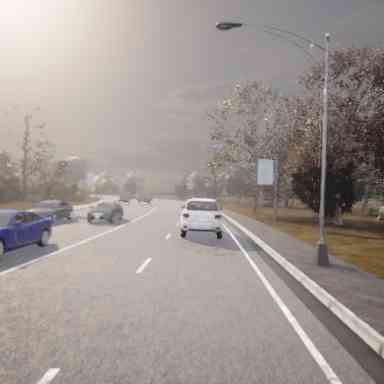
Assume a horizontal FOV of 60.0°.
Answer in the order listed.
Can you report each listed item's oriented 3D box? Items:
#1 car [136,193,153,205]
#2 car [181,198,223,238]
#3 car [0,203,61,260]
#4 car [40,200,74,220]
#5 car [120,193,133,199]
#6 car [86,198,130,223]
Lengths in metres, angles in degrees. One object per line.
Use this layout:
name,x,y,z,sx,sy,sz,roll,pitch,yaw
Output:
car,-8.530,1.130,59.739,2.150,2.045,5.566,2,0,-10
car,0.560,1.394,19.103,2.150,2.045,5.566,2,0,1
car,-6.787,1.359,11.845,1.882,1.535,5.008,2,0,2
car,-9.977,1.349,23.637,1.837,1.490,4.892,2,2,1
car,-11.992,1.391,59.157,1.895,1.301,4.718,2,0,-10
car,-6.460,1.464,25.200,2.128,1.511,4.902,2,0,1
